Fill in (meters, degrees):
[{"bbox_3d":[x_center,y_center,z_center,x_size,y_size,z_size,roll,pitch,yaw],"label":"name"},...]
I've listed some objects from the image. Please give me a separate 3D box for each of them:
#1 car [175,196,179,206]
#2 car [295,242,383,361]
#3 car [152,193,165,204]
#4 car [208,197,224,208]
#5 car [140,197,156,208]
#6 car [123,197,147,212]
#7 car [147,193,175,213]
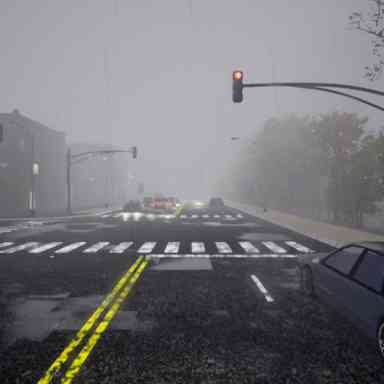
[{"bbox_3d":[-3.378,1.492,49.950,1.837,1.490,4.892,0,1,0],"label":"car"},{"bbox_3d":[3.353,1.545,5.449,2.033,1.411,5.357,0,0,0],"label":"car"},{"bbox_3d":[-6.594,1.210,66.252,2.150,2.045,5.566,0,0,0],"label":"car"},{"bbox_3d":[3.326,1.466,46.713,1.882,1.535,5.008,0,0,0],"label":"car"},{"bbox_3d":[-6.626,1.492,50.699,1.837,1.490,4.892,0,0,0],"label":"car"},{"bbox_3d":[-6.603,1.555,38.027,1.994,1.385,4.181,0,0,0],"label":"car"},{"bbox_3d":[-3.350,1.343,36.509,2.097,1.767,4.553,0,0,0],"label":"car"}]
